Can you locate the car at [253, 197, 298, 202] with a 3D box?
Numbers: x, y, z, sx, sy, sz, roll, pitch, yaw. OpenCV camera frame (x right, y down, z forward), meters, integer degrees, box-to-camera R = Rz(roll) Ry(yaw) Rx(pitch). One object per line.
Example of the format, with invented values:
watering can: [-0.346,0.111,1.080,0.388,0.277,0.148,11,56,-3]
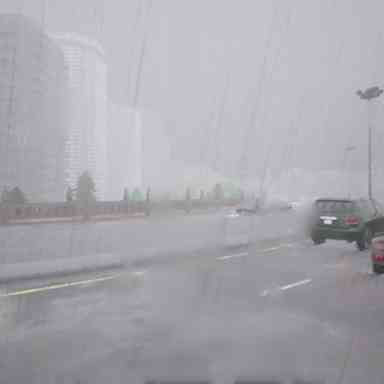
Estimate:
car: [8.050,1.556,31.735,1.882,1.535,5.008,0,0,37]

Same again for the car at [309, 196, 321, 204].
car: [25.286,1.673,68.501,1.812,1.442,4.674,0,0,12]

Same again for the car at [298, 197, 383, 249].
car: [7.195,1.251,14.741,5.566,2.045,2.150,0,0,-44]

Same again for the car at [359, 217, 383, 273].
car: [6.772,1.541,9.606,4.674,1.442,1.812,0,0,-42]

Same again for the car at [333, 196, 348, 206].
car: [26.549,1.597,59.643,1.882,1.535,5.008,0,0,18]

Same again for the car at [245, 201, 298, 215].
car: [5.958,1.624,23.857,1.994,1.385,4.181,0,0,42]

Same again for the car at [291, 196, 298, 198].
car: [22.731,1.666,74.068,2.128,1.511,4.902,0,0,9]

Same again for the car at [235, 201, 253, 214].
car: [6.620,1.640,35.544,2.033,1.411,5.357,0,0,36]
